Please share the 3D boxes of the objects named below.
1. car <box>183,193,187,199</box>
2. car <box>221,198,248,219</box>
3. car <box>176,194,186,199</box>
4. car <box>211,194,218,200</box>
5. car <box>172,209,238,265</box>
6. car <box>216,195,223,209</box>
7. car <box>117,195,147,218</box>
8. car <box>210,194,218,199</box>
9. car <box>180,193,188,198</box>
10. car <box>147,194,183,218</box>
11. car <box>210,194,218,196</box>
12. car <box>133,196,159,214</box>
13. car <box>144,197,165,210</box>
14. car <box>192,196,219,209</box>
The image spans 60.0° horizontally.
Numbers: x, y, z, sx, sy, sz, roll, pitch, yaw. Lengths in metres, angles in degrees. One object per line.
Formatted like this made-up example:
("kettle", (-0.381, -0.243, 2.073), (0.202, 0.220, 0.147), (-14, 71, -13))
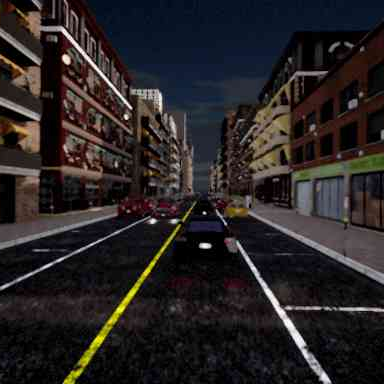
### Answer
("car", (-2.955, 1.159, 78.607), (2.008, 1.369, 4.403), (1, 0, 2))
("car", (3.624, 1.435, 27.783), (1.752, 1.417, 4.829), (1, 0, 2))
("car", (-2.755, 1.134, 84.241), (2.008, 1.369, 4.403), (1, 0, 2))
("car", (5.627, 1.192, 84.109), (1.752, 1.417, 4.829), (1, 0, 2))
("car", (0.454, 1.516, 11.579), (1.994, 1.385, 4.181), (1, 0, 2))
("car", (4.018, 1.407, 38.878), (1.887, 1.381, 4.507), (1, 0, 2))
("car", (-4.754, 1.142, 27.914), (2.192, 1.841, 5.009), (1, 0, 2))
("car", (5.821, 1.208, 89.572), (1.947, 1.339, 4.313), (1, 0, 2))
("car", (-2.354, 1.079, 95.506), (1.887, 1.381, 4.507), (1, 0, 2))
("car", (-2.145, 1.204, 27.983), (2.097, 1.767, 4.553), (1, 0, 2))
("car", (4.819, 1.317, 61.408), (2.008, 1.369, 4.403), (1, 0, 2))
("car", (-4.556, 1.243, 33.546), (1.967, 1.590, 4.097), (1, 0, 2))
("car", (-4.357, 1.324, 39.180), (1.887, 1.381, 4.507), (1, 0, 2))
("car", (1.054, 1.386, 28.426), (1.837, 1.490, 4.892), (1, 0, 2))
